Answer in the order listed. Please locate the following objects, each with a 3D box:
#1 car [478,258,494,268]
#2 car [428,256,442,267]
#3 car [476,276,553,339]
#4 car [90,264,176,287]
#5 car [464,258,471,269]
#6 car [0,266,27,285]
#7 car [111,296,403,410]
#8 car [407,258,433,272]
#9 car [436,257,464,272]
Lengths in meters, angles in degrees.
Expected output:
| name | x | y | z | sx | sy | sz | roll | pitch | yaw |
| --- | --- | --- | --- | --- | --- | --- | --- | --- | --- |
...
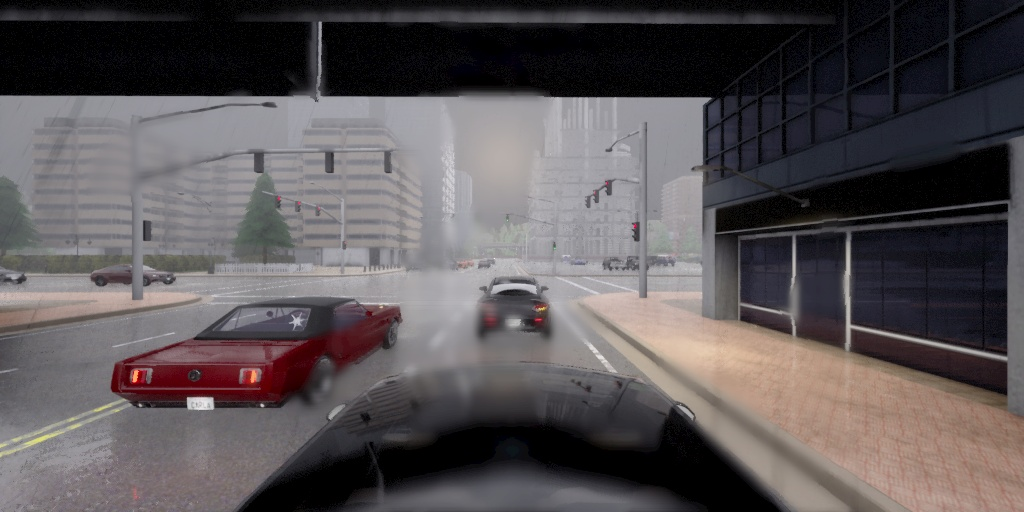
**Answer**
| name | x | y | z | sx | sy | sz | roll | pitch | yaw |
| --- | --- | --- | --- | --- | --- | --- | --- | --- | --- |
| car | -4.527 | 1.241 | 59.745 | 2.128 | 1.511 | 4.902 | 0 | 0 | 0 |
| car | -11.666 | 0.971 | 53.929 | 2.150 | 2.045 | 5.566 | 0 | 0 | -1 |
| car | 0.070 | 1.276 | 9.969 | 1.812 | 1.442 | 4.674 | 0 | 0 | 0 |
| car | -25.578 | 1.276 | 24.253 | 4.674 | 1.442 | 1.812 | 0 | 0 | 0 |
| car | -8.183 | 1.102 | 56.280 | 2.097 | 1.767 | 4.553 | 0 | 0 | 0 |
| car | -35.997 | 1.241 | 24.187 | 4.902 | 1.511 | 2.128 | 0 | 0 | 0 |
| car | -3.441 | 1.351 | 6.202 | 1.895 | 1.301 | 4.718 | 0 | 0 | 0 |
| car | -11.589 | 1.314 | 44.572 | 1.994 | 1.385 | 4.181 | 0 | 0 | 0 |
| car | -8.115 | 1.241 | 47.368 | 2.128 | 1.511 | 4.902 | 0 | 0 | 0 |
